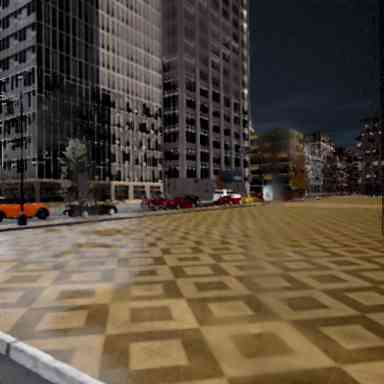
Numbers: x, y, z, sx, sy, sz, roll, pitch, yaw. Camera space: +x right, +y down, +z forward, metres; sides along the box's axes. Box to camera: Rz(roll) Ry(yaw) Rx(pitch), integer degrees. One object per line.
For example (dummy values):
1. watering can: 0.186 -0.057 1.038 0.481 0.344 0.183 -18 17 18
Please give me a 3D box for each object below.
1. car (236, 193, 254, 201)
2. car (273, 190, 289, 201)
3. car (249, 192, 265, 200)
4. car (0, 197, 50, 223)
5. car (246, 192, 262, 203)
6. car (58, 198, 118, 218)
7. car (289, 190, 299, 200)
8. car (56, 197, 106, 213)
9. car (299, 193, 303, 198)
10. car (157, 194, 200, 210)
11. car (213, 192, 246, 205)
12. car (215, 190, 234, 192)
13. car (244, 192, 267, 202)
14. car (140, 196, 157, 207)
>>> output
1. car: 10.683 0.923 66.730 1.752 1.417 4.829 0 0 35
2. car: 14.490 0.642 57.521 2.192 1.841 5.009 0 0 35
3. car: 13.949 0.784 71.436 1.967 1.590 4.097 0 0 35
4. car: -12.428 1.128 23.474 2.097 1.767 4.553 -1 0 35
5. car: 8.250 0.956 48.528 1.752 1.417 4.829 0 0 35
6. car: -7.697 1.246 25.554 2.008 1.369 4.403 0 0 35
7. car: 17.659 0.590 62.088 2.192 1.841 5.009 0 0 35
8. car: -11.507 1.291 34.760 1.752 1.417 4.829 0 0 35
9. car: 20.832 0.767 66.657 1.887 1.381 4.507 0 0 35
10. car: -1.357 1.172 34.688 1.802 1.307 4.206 0 0 35
11. car: 4.983 1.029 43.822 1.887 1.381 4.507 0 0 35
12. car: 5.180 0.704 48.752 2.150 2.045 5.566 -1 0 35
13. car: 10.987 0.865 57.207 1.882 1.535 5.008 -1 0 35
14. car: -5.070 1.241 44.035 1.802 1.307 4.206 0 0 35
